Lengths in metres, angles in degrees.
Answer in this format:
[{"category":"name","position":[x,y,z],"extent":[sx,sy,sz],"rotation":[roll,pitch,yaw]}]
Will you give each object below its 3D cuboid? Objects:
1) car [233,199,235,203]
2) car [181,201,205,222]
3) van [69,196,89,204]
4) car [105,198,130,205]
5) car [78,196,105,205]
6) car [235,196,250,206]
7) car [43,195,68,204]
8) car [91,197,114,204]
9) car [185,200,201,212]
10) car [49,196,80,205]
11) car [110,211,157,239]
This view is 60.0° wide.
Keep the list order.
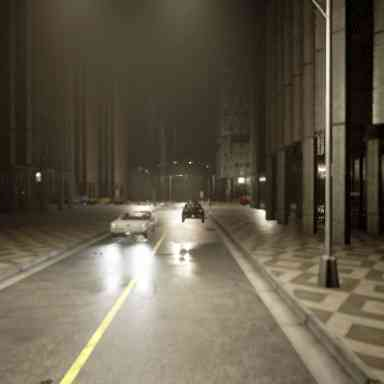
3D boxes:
[{"category":"car","position":[12.071,1.928,77.007],"extent":[5.009,1.841,2.192],"rotation":[0,0,0]},{"category":"car","position":[0.084,1.680,28.046],"extent":[2.128,1.511,4.902],"rotation":[0,0,0]},{"category":"van","position":[-26.018,1.778,76.880],"extent":[3.998,1.788,1.690],"rotation":[0,0,0]},{"category":"car","position":[-14.952,2.093,68.391],"extent":[4.507,1.381,1.887],"rotation":[0,0,0]},{"category":"car","position":[-20.477,2.075,68.371],"extent":[4.403,1.369,2.008],"rotation":[0,0,0]},{"category":"car","position":[12.089,1.992,68.482],"extent":[5.009,1.841,2.192],"rotation":[0,0,0]},{"category":"car","position":[-31.543,1.729,76.862],"extent":[5.009,1.841,2.192],"rotation":[0,0,0]},{"category":"car","position":[-20.664,1.985,76.897],"extent":[4.829,1.417,1.752],"rotation":[0,0,0]},{"category":"car","position":[0.076,1.867,44.622],"extent":[2.033,1.411,5.357],"rotation":[0,0,0]},{"category":"car","position":[-26.002,1.816,68.350],"extent":[5.009,1.841,2.192],"rotation":[0,0,0]},{"category":"car","position":[-3.110,1.722,18.411],"extent":[1.895,1.301,4.718],"rotation":[0,0,0]}]
